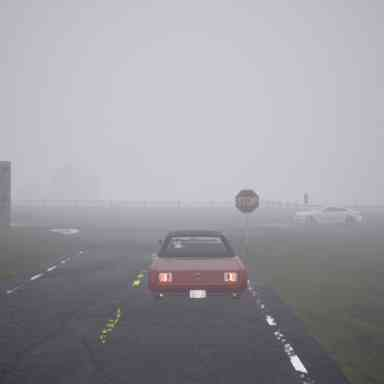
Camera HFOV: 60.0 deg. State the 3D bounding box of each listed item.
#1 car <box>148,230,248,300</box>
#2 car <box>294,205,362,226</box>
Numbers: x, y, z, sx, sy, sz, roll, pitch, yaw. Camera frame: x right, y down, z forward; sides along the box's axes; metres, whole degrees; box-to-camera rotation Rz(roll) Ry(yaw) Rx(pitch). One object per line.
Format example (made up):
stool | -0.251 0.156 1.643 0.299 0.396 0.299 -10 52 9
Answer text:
car | 0.074 1.603 8.386 1.895 1.301 4.718 0 0 -1
car | 9.852 1.696 24.254 4.674 1.442 1.812 1 -1 0
